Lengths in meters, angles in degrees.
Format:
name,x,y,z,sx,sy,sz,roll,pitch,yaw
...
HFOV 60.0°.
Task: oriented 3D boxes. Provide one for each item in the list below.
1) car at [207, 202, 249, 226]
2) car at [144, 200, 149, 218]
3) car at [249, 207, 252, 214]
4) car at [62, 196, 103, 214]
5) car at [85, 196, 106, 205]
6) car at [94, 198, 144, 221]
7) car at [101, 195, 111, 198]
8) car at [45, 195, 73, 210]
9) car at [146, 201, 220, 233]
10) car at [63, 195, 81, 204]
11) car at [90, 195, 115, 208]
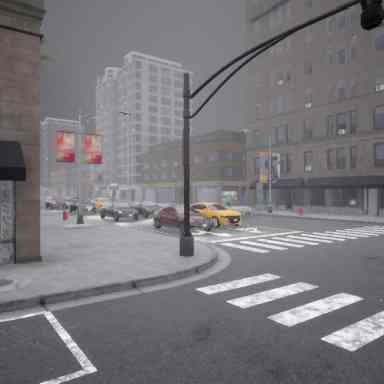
name,x,y,z,sx,sy,sz,roll,pitch,yaw
car,1.239,1.451,22.467,1.882,1.535,5.008,0,0,-35
car,-4.208,1.485,30.040,1.812,1.442,4.674,0,0,-36
car,3.281,1.557,31.091,1.895,1.301,4.718,0,0,-36
car,-11.440,1.443,34.500,2.128,1.511,4.902,0,0,-36
car,-17.384,1.450,59.734,2.033,1.411,5.357,0,0,-36
car,-5.997,1.491,26.964,1.812,1.442,4.674,0,0,-36
car,-10.142,1.422,38.263,1.882,1.535,5.008,0,0,-36
car,-17.434,1.289,42.866,2.097,1.767,4.553,0,0,-35
car,-0.667,1.505,19.572,1.812,1.442,4.674,0,0,-35
car,-21.710,1.407,60.181,1.837,1.490,4.892,0,0,-36
car,-12.977,1.277,48.070,2.097,1.767,4.553,0,0,-36
